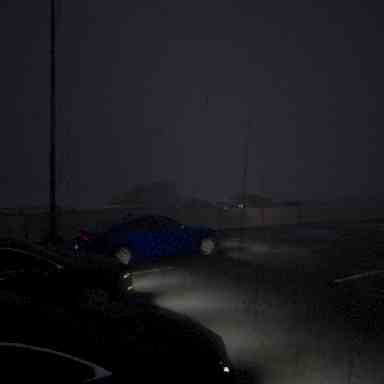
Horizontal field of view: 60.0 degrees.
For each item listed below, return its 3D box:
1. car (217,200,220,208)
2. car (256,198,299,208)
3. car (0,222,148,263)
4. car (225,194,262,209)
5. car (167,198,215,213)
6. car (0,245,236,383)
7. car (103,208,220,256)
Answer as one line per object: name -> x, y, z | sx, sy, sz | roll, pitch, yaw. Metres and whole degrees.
car -> 5.147, 1.167, 35.538 | 5.566, 2.045, 2.150 | 0, 0, -28
car -> 8.339, 1.505, 29.323 | 5.357, 1.411, 2.033 | 0, 0, -28
car -> -3.398, 1.494, 5.527 | 4.892, 1.490, 1.837 | 0, 0, -35
car -> 5.754, 1.304, 31.871 | 4.553, 1.767, 2.097 | 0, 0, -28
car -> -0.111, 1.418, 36.645 | 5.008, 1.535, 1.882 | 0, 0, -29
car -> -1.843, 1.499, 2.342 | 4.892, 1.490, 1.837 | 0, 0, -35
car -> -1.345, 1.458, 11.160 | 5.008, 1.535, 1.882 | 0, 0, -34
